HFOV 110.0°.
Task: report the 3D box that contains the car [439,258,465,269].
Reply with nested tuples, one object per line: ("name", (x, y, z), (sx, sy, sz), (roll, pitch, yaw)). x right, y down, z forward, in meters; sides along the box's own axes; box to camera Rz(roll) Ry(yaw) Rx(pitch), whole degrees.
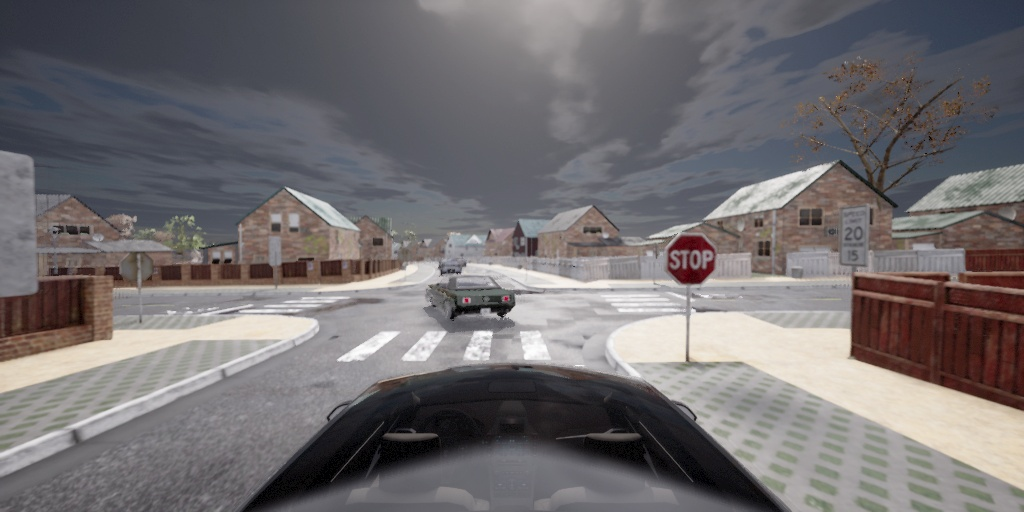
("car", (-5.828, 1.168, 34.370), (1.994, 1.385, 4.181), (0, 0, -10))

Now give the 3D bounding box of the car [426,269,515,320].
("car", (-1.646, 1.291, 12.380), (1.895, 1.301, 4.718), (0, 0, -24))

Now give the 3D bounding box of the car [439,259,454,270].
("car", (-9.361, 1.114, 51.005), (1.812, 1.442, 4.674), (0, 0, -14))

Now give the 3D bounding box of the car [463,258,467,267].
("car", (-8.716, 1.060, 59.424), (2.128, 1.511, 4.902), (0, 0, -17))
